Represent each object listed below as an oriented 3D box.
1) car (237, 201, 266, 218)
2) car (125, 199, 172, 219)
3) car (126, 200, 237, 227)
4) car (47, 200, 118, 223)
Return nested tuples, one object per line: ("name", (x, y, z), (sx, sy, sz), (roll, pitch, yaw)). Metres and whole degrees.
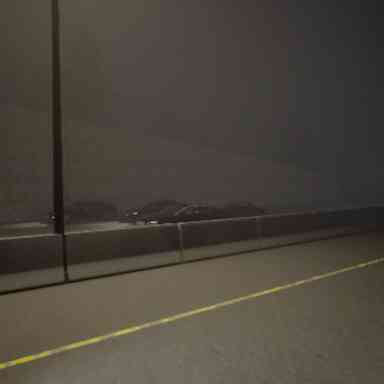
("car", (2.835, 1.314, 23.141), (4.718, 1.301, 1.895), (-1, 1, -35))
("car", (-2.390, 1.287, 23.739), (4.892, 1.490, 1.837), (-1, 1, -35))
("car", (-0.420, 1.322, 16.559), (4.902, 1.511, 2.128), (-1, 1, -35))
("car", (-7.851, 1.362, 24.162), (4.892, 1.490, 1.837), (-1, 1, -35))
